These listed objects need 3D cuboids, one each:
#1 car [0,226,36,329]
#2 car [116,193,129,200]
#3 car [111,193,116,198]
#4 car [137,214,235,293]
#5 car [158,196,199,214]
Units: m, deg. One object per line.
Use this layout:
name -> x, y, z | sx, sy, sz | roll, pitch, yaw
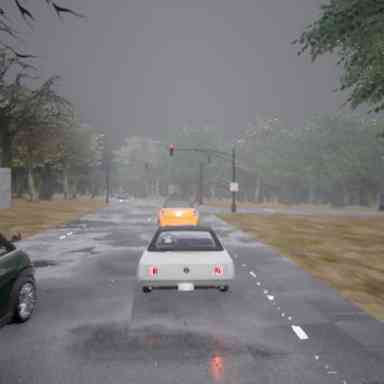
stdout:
car -> -3.710, 1.293, 3.851 | 2.097, 1.767, 4.553 | 0, 1, -2
car -> -14.901, 1.073, 72.625 | 1.994, 1.385, 4.181 | 0, 0, -17
car -> -20.303, 0.974, 88.077 | 1.837, 1.490, 4.892 | 0, 0, -21
car -> -0.187, 1.477, 8.509 | 1.895, 1.301, 4.718 | 0, 1, -2
car -> -0.801, 1.089, 18.364 | 2.097, 1.767, 4.553 | 0, 1, -4
